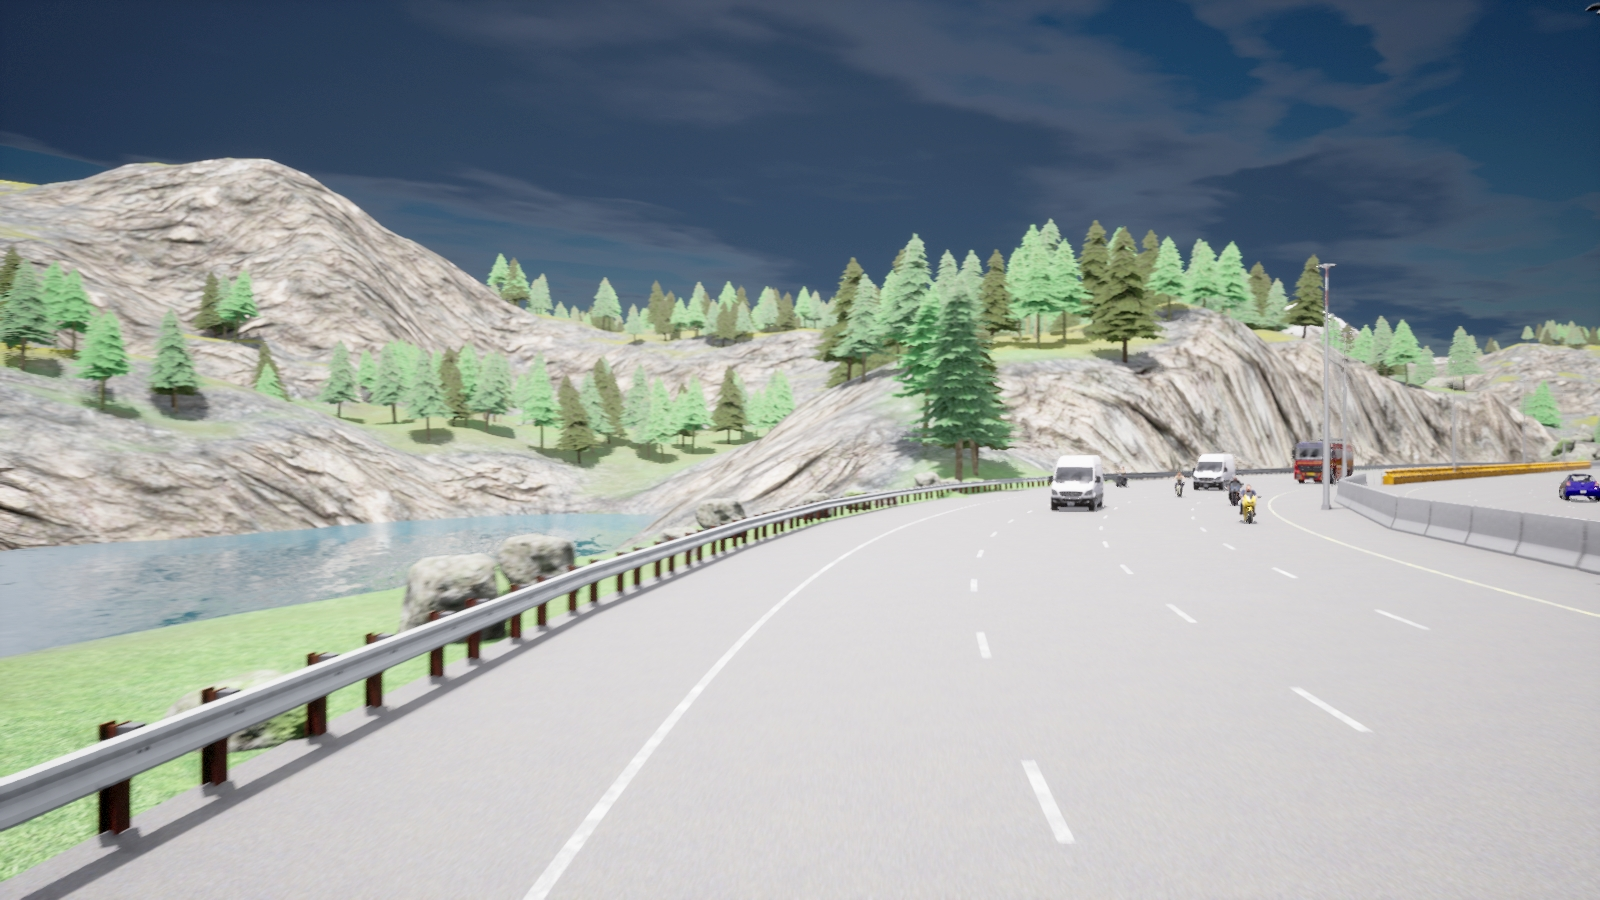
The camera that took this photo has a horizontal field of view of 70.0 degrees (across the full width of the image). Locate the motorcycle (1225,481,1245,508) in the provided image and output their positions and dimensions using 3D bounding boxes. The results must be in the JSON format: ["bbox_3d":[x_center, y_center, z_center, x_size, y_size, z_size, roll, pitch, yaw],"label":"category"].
[{"bbox_3d":[22.053,2.242,57.903,0.867,1.251,2.209,0,0,22],"label":"motorcycle"}]

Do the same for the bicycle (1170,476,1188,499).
[{"bbox_3d":[22.424,2.187,67.574,0.859,1.295,1.487,0,0,25],"label":"bicycle"}]

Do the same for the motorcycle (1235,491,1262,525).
[{"bbox_3d":[17.182,2.206,43.801,0.803,1.217,2.033,0,0,17],"label":"motorcycle"}]

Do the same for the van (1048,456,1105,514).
[{"bbox_3d":[13.174,1.556,54.114,1.988,2.561,5.915,0,0,20],"label":"van"}]
